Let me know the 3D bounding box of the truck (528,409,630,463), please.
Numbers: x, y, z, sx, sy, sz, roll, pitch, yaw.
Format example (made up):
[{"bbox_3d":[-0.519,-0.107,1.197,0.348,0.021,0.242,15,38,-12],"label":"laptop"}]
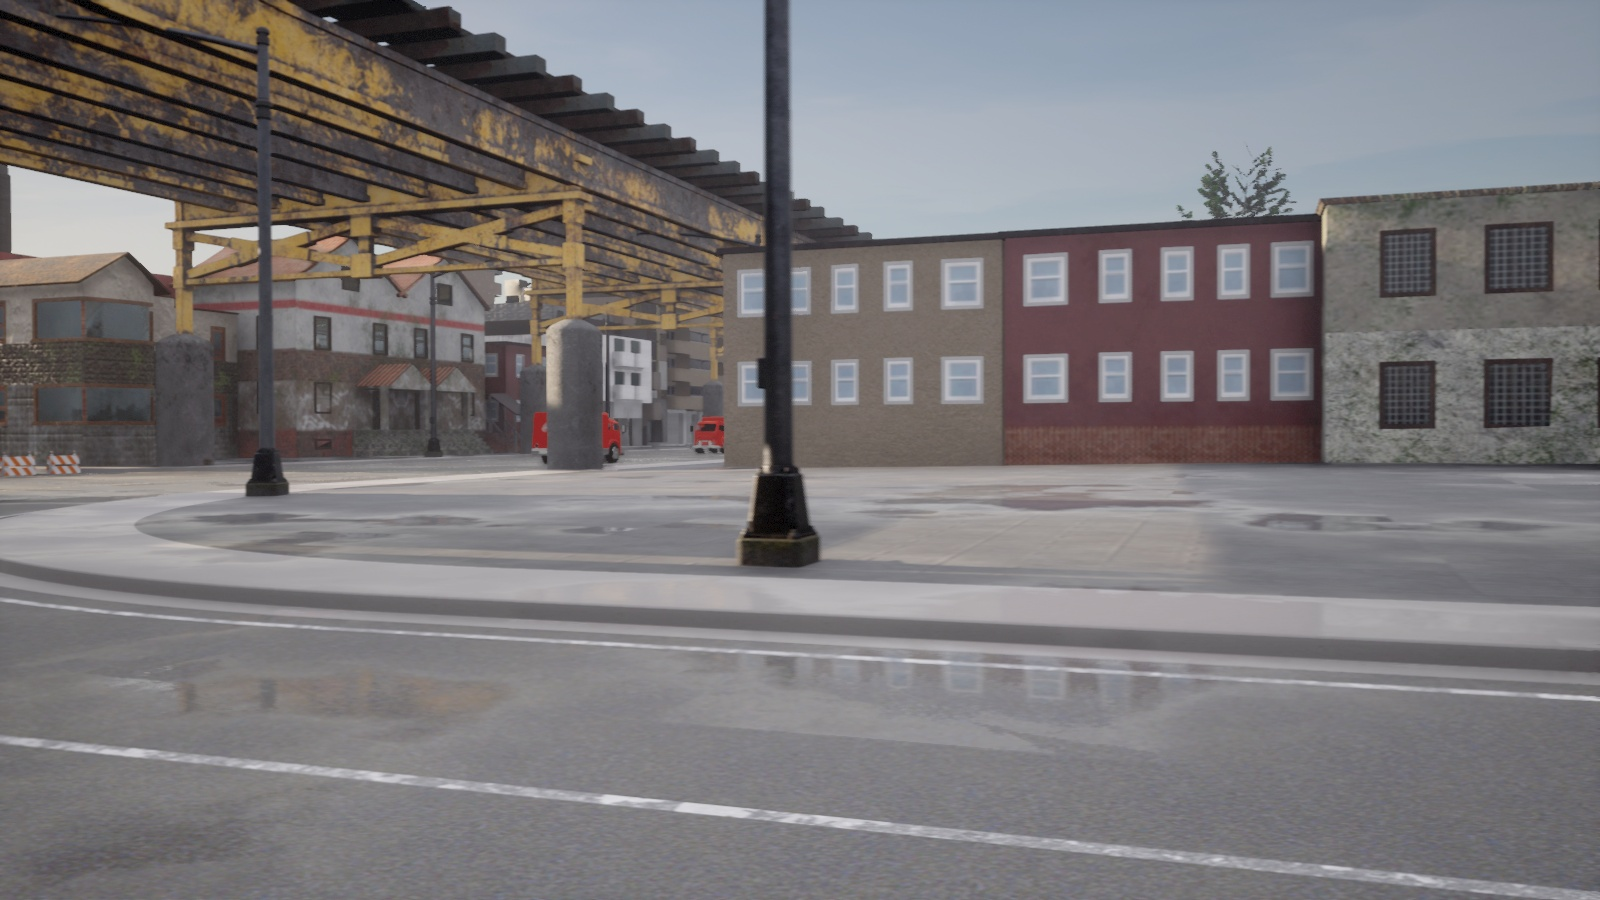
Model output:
[{"bbox_3d":[-10.553,-0.668,60.482,2.627,2.467,5.204,1,1,20],"label":"truck"}]

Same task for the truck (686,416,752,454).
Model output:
[{"bbox_3d":[-5.421,-1.042,85.151,2.627,2.467,5.204,1,1,20],"label":"truck"}]
